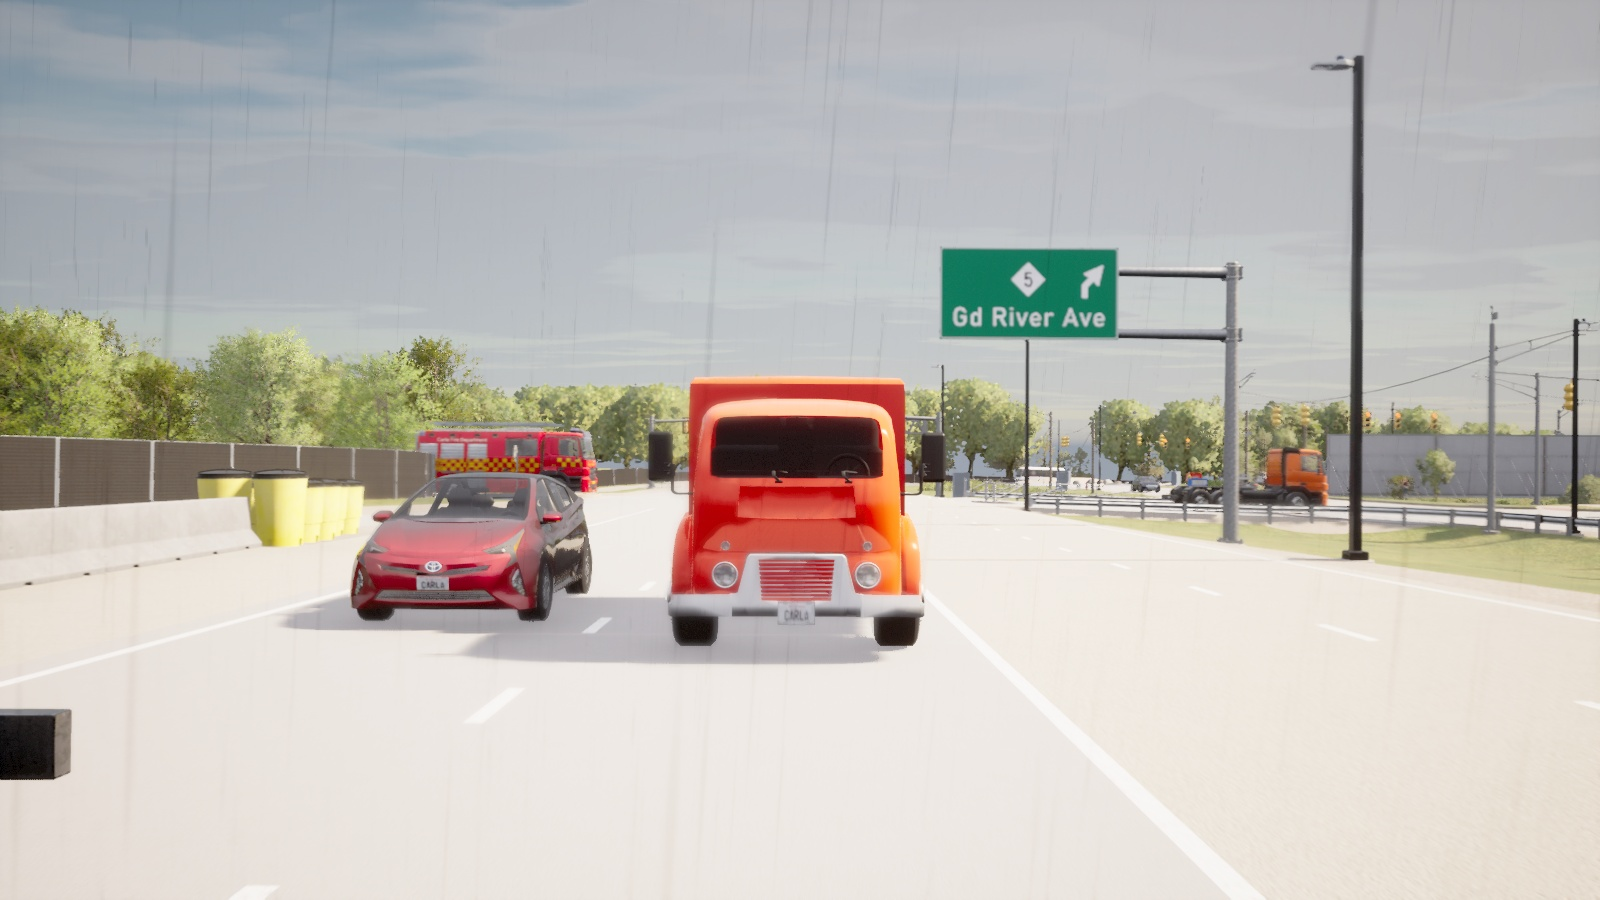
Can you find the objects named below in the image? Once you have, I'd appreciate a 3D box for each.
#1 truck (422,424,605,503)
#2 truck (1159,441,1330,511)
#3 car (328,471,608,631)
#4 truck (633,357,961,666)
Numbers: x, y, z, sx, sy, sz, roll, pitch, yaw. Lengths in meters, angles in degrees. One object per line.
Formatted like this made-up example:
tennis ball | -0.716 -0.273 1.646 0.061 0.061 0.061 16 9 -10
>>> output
truck | -14.145 0.670 62.472 8.468 3.827 2.891 0 0 0
truck | 23.348 1.361 66.185 7.936 3.462 2.891 1 -1 -1
car | -3.533 1.009 14.319 2.007 1.525 4.514 0 -1 0
truck | -0.031 0.536 12.678 2.627 2.467 5.204 0 -1 0
